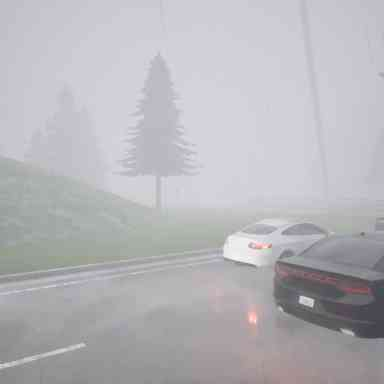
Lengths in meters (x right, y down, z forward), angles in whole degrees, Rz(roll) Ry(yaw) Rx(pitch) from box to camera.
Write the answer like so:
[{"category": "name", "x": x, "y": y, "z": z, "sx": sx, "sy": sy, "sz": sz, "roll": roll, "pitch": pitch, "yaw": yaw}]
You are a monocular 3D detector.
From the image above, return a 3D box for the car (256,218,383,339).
[{"category": "car", "x": 3.715, "y": 1.478, "z": 6.411, "sx": 5.008, "sy": 1.535, "sz": 1.882, "roll": 0, "pitch": 0, "yaw": -36}]

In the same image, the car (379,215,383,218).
[{"category": "car", "x": 10.447, "y": 1.492, "z": 15.540, "sx": 4.902, "sy": 1.511, "sz": 2.128, "roll": 0, "pitch": 0, "yaw": -35}]

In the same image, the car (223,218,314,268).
[{"category": "car", "x": 3.032, "y": 1.526, "z": 10.228, "sx": 4.674, "sy": 1.442, "sz": 1.812, "roll": 0, "pitch": 0, "yaw": -36}]
